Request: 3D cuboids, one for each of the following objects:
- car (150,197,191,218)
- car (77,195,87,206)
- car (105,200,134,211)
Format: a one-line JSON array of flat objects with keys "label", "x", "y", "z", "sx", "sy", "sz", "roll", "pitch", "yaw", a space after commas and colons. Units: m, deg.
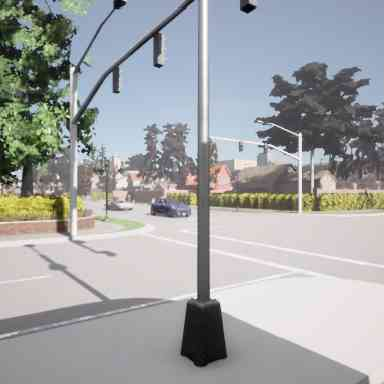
[{"label": "car", "x": -2.005, "y": 1.352, "z": 30.831, "sx": 2.097, "sy": 1.767, "sz": 4.553, "roll": 0, "pitch": 0, "yaw": -36}, {"label": "car", "x": -18.580, "y": 1.352, "z": 53.774, "sx": 2.097, "sy": 1.767, "sz": 4.553, "roll": 0, "pitch": 0, "yaw": -36}, {"label": "car", "x": -8.722, "y": 1.601, "z": 40.120, "sx": 1.895, "sy": 1.301, "sz": 4.718, "roll": 0, "pitch": 0, "yaw": -36}]
